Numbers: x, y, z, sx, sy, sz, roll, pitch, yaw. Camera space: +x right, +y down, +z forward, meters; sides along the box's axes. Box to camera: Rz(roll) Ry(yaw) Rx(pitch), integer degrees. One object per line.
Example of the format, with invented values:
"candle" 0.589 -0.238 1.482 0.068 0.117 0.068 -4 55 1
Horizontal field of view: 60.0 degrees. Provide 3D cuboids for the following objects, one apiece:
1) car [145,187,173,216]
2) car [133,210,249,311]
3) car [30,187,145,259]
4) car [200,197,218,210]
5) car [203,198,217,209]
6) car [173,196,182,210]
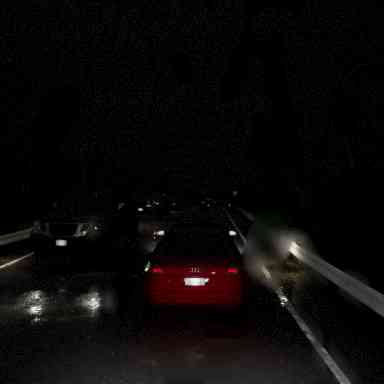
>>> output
"car" -2.813 0.648 22.046 2.150 2.045 5.566 0 0 4
"car" 0.101 1.393 7.633 1.994 1.385 4.181 0 3 1
"car" -3.336 0.883 11.573 2.150 2.045 5.566 0 2 3
"car" 1.986 1.326 38.657 1.812 1.442 4.674 0 -2 4
"car" 2.640 1.632 48.802 1.882 1.535 5.008 0 -2 2
"car" -2.054 1.113 32.641 2.033 1.411 5.357 0 -2 5
